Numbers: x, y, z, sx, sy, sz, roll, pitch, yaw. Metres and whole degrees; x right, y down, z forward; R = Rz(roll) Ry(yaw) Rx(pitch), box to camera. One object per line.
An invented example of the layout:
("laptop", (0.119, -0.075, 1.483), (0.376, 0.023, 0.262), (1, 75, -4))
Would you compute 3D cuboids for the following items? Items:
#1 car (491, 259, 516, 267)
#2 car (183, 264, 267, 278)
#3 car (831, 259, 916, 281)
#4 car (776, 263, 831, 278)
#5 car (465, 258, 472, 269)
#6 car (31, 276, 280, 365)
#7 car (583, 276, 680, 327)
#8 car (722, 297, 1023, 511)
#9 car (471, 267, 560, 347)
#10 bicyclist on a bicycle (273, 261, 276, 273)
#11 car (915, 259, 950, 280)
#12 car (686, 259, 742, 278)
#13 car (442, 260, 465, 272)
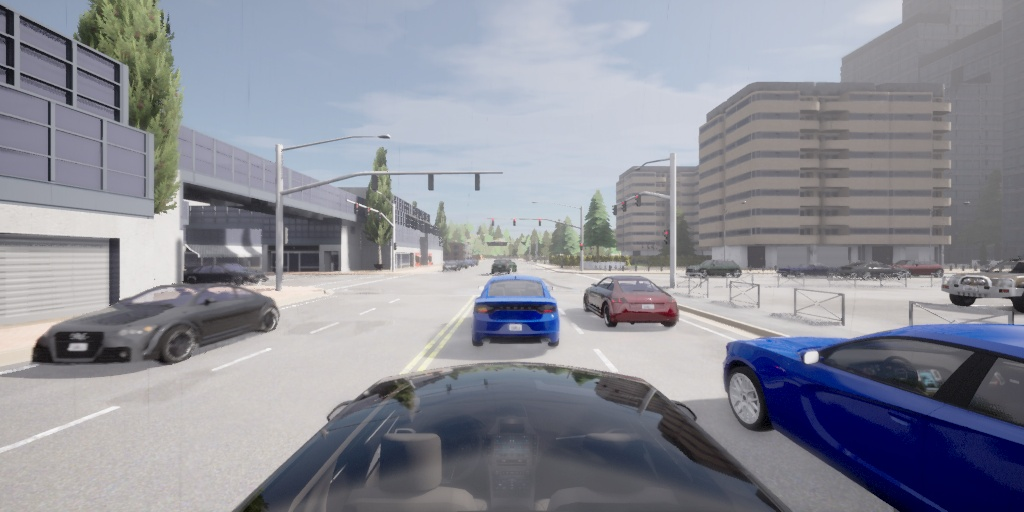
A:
("car", (-0.858, 1.102, 40.022), (2.097, 1.767, 4.553), (0, 0, 12))
("car", (-19.955, 1.297, 24.699), (5.357, 1.411, 2.033), (0, 0, -1))
("car", (30.077, 1.255, 29.909), (4.892, 1.490, 1.837), (0, 0, -1))
("car", (27.661, 1.351, 33.558), (4.718, 1.301, 1.895), (0, 0, -1))
("car", (-8.008, 1.314, 56.746), (1.994, 1.385, 4.181), (0, 0, -1))
("car", (-7.190, 1.314, 7.901), (1.994, 1.385, 4.181), (0, 0, -1))
("car", (3.598, 1.314, 11.529), (1.994, 1.385, 4.181), (0, 0, 0))
("car", (3.602, 1.228, 2.546), (1.882, 1.535, 5.008), (0, 0, 0))
("car", (0.091, 1.228, 9.396), (1.882, 1.535, 5.008), (0, 0, 0))
("bicyclist on a bicycle", (-25.855, 1.053, 39.601), (0.582, 1.620, 1.656), (0, 0, -1))
("car", (37.457, 1.102, 33.749), (4.553, 1.767, 2.097), (0, 0, -1))
("car", (18.674, 1.102, 33.369), (4.553, 1.767, 2.097), (0, 0, -1))
("car", (-7.866, 1.242, 46.786), (2.128, 1.511, 4.902), (0, 0, 0))
